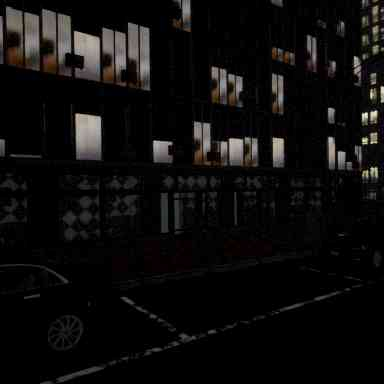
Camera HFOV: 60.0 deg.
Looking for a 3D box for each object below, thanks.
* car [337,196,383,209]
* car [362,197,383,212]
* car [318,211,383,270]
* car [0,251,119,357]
[{"bbox_3d":[20.577,1.274,40.861,1.752,1.417,4.829,-1,1,-35],"label":"car"},{"bbox_3d":[18.077,1.442,34.354,1.994,1.385,4.181,-1,1,-35],"label":"car"},{"bbox_3d":[5.986,1.541,11.006,4.507,1.381,1.887,0,-1,-35],"label":"car"},{"bbox_3d":[-3.189,1.551,4.427,4.403,1.369,2.008,0,-1,-35],"label":"car"}]
